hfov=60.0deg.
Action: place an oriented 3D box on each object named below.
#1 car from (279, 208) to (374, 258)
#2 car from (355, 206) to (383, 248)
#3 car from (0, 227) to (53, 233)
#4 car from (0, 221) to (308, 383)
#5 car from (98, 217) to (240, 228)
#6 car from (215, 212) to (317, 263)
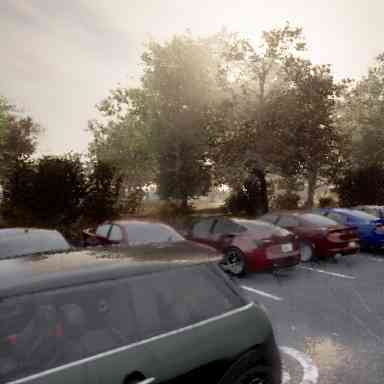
[{"bbox_3d":[3.381,1.421,11.997,2.097,1.535,5.008,0,0,-36],"label":"car"},{"bbox_3d":[5.679,1.404,13.638,2.097,1.535,5.008,0,0,-36],"label":"car"},{"bbox_3d":[-3.614,1.473,7.002,2.097,1.535,5.008,0,0,-36],"label":"car"},{"bbox_3d":[-1.386,1.350,2.697,4.553,1.767,2.097,0,0,-36],"label":"car"},{"bbox_3d":[-1.322,1.456,8.650,2.097,1.535,5.008,0,0,-36],"label":"car"},{"bbox_3d":[1.063,1.468,10.384,2.163,1.488,4.792,0,0,-36],"label":"car"}]
